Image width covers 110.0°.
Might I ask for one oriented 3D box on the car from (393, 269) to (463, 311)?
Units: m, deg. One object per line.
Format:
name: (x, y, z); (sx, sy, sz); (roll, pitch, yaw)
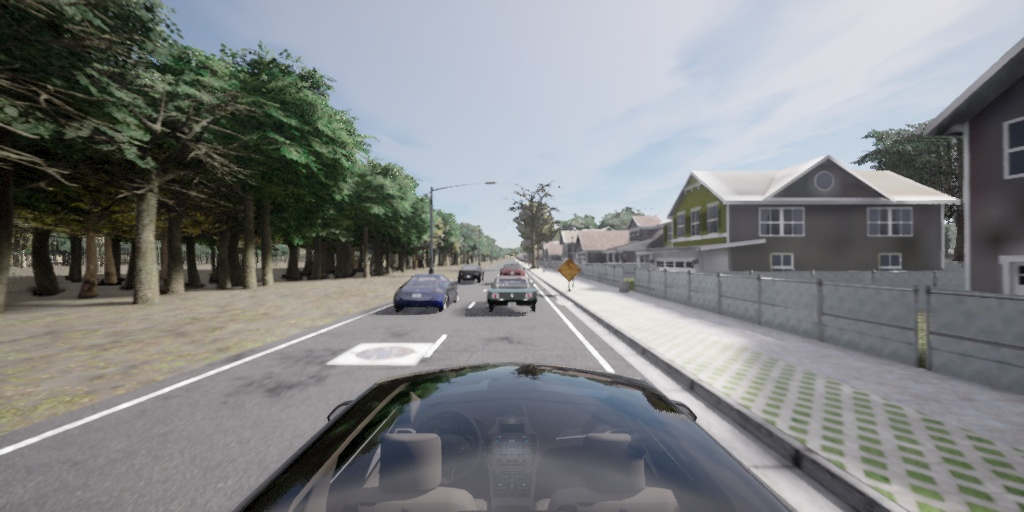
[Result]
car: (-3.476, 1.442, 15.174); (1.994, 1.385, 4.181); (0, 0, 1)

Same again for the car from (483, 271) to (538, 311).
car: (0.023, 1.478, 15.115); (1.895, 1.301, 4.718); (0, -1, 0)

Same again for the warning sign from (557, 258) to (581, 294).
warning sign: (3.060, 1.030, 19.168); (1.300, 1.860, 1.060); (0, 0, 0)

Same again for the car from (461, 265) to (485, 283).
car: (-3.458, 1.501, 31.104); (1.882, 1.535, 5.008); (0, 0, 1)

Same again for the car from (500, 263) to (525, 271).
car: (0.036, 1.368, 30.282); (2.097, 1.767, 4.553); (0, -1, 0)
